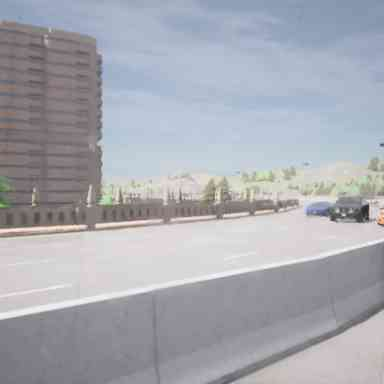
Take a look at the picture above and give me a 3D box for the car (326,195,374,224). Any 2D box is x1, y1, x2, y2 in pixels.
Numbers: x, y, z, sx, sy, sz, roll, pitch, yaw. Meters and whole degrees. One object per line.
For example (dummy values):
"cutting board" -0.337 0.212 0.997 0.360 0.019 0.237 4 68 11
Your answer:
"car" 12.862 1.365 26.836 2.150 2.045 5.566 0 -1 37

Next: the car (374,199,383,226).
"car" 14.562 1.474 23.412 2.097 1.767 4.553 0 0 38

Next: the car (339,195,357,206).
"car" 29.657 1.556 63.389 2.150 2.045 5.566 0 0 14

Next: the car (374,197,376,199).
"car" 32.647 1.619 60.716 2.097 1.767 4.553 0 0 14

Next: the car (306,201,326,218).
"car" 12.550 1.649 32.401 1.882 1.535 5.008 0 0 34
